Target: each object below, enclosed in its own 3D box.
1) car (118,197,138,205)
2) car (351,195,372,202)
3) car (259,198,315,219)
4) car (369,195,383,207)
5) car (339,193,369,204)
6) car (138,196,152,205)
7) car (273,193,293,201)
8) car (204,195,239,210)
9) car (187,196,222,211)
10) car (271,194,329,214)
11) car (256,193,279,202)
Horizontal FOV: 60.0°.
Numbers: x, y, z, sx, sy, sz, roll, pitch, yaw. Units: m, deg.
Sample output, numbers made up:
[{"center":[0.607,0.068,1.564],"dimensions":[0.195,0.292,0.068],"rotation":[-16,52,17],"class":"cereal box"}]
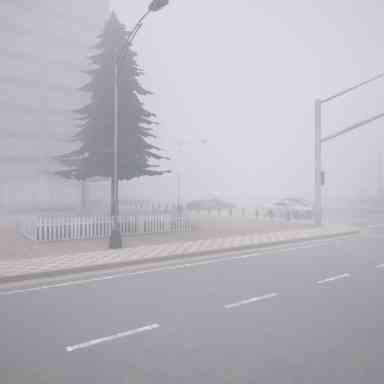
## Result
[{"center":[-11.546,1.565,57.499],"dimensions":[1.994,1.385,4.181],"rotation":[0,0,-35],"class":"car"},{"center":[37.899,1.364,74.378],"dimensions":[1.784,1.438,3.905],"rotation":[0,0,-36],"class":"car"},{"center":[8.519,1.526,29.422],"dimensions":[1.812,1.442,4.674],"rotation":[0,0,-34],"class":"car"},{"center":[27.334,1.153,45.441],"dimensions":[1.932,1.855,4.605],"rotation":[0,0,-36],"class":"car"},{"center":[35.502,1.153,72.750],"dimensions":[1.932,1.855,4.605],"rotation":[0,0,-36],"class":"car"},{"center":[-8.895,1.527,59.812],"dimensions":[1.812,1.442,4.674],"rotation":[0,0,-35],"class":"car"},{"center":[22.243,1.153,81.796],"dimensions":[1.932,1.855,4.605],"rotation":[0,0,-36],"class":"car"},{"center":[3.479,1.478,42.412],"dimensions":[1.882,1.535,5.008],"rotation":[0,0,-36],"class":"car"},{"center":[1.174,1.562,39.621],"dimensions":[1.994,1.385,4.181],"rotation":[0,0,-36],"class":"car"},{"center":[10.500,1.352,32.627],"dimensions":[2.097,1.767,4.553],"rotation":[0,0,-36],"class":"car"},{"center":[17.728,1.395,78.519],"dimensions":[1.970,1.475,3.806],"rotation":[0,0,-36],"class":"car"}]
